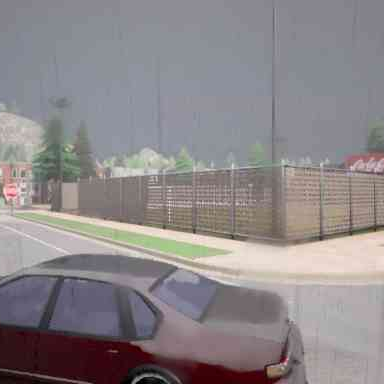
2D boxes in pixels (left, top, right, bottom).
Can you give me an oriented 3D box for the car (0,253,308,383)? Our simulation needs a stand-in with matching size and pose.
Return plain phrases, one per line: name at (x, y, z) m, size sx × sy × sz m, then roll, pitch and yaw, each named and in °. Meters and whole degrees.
car at (-1.408, 1.549, 4.182) m, size 5.357 × 1.411 × 2.033 m, roll 0°, pitch 1°, yaw 14°
